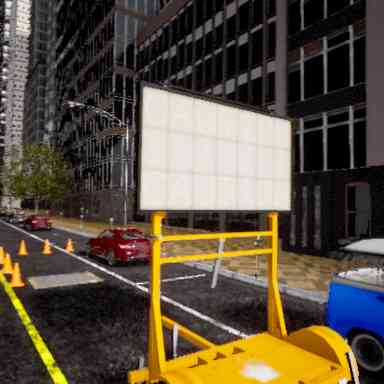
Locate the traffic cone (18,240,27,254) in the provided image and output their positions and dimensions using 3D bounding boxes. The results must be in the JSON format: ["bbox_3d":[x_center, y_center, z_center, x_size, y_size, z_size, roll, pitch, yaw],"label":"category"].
[{"bbox_3d":[-7.430,2.419,14.600,0.340,0.580,0.340,3,-3,-35],"label":"traffic cone"}]

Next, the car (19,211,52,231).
[{"bbox_3d":[-12.695,2.458,27.325,1.802,1.307,4.206,3,-3,-35],"label":"car"}]

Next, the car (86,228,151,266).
[{"bbox_3d":[-2.911,2.073,13.333,1.802,1.307,4.206,3,-3,-35],"label":"car"}]

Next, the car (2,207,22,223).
[{"bbox_3d":[-19.217,2.679,36.654,2.008,1.369,4.403,3,-3,-35],"label":"car"}]

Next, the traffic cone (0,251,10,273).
[{"bbox_3d":[-5.958,2.292,10.751,0.340,0.580,0.340,3,-3,-35],"label":"traffic cone"}]

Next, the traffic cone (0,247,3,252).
[{"bbox_3d":[-7.103,2.337,12.389,0.340,0.580,0.340,3,-3,-35],"label":"traffic cone"}]

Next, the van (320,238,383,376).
[{"bbox_3d":[3.615,1.576,4.015,1.690,1.788,3.998,3,-3,-35],"label":"van"}]

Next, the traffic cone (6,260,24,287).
[{"bbox_3d":[-4.812,2.247,9.113,0.340,0.580,0.340,3,-3,-35],"label":"traffic cone"}]

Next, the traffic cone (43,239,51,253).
[{"bbox_3d":[-6.610,2.456,15.172,0.340,0.580,0.340,3,-3,-35],"label":"traffic cone"}]

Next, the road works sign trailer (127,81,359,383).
[{"bbox_3d":[0.269,0.646,4.165,2.380,3.560,2.880,3,-3,-35],"label":"road works sign trailer"}]

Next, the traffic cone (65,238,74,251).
[{"bbox_3d":[-5.791,2.493,15.744,0.340,0.580,0.340,3,-3,-35],"label":"traffic cone"}]

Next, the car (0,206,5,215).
[{"bbox_3d":[-22.478,2.801,41.318,2.008,1.369,4.403,3,-3,-35],"label":"car"}]
